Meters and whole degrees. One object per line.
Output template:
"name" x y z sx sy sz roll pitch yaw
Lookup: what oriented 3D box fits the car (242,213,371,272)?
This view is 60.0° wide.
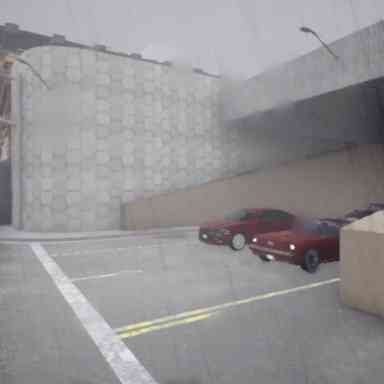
"car" 4.105 1.536 10.619 4.718 1.301 1.895 0 0 -32

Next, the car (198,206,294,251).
"car" 2.601 1.386 13.804 5.008 1.535 1.882 0 0 -32

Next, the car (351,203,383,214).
"car" 10.568 1.390 18.777 4.902 1.511 2.128 0 0 -32
